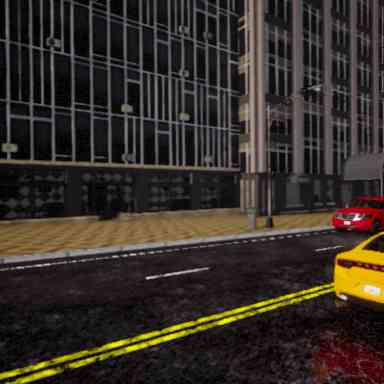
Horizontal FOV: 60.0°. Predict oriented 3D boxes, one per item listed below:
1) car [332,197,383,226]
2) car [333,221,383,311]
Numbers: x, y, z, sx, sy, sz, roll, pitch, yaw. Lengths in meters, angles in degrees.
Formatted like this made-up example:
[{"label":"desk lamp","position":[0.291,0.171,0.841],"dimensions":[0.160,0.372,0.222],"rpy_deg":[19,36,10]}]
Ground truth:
[{"label":"car","position":[10.421,1.292,19.100],"dimensions":[5.566,2.045,2.150],"rpy_deg":[1,0,-35]},{"label":"car","position":[5.059,1.506,7.050],"dimensions":[5.008,1.535,1.882],"rpy_deg":[0,0,-36]}]
